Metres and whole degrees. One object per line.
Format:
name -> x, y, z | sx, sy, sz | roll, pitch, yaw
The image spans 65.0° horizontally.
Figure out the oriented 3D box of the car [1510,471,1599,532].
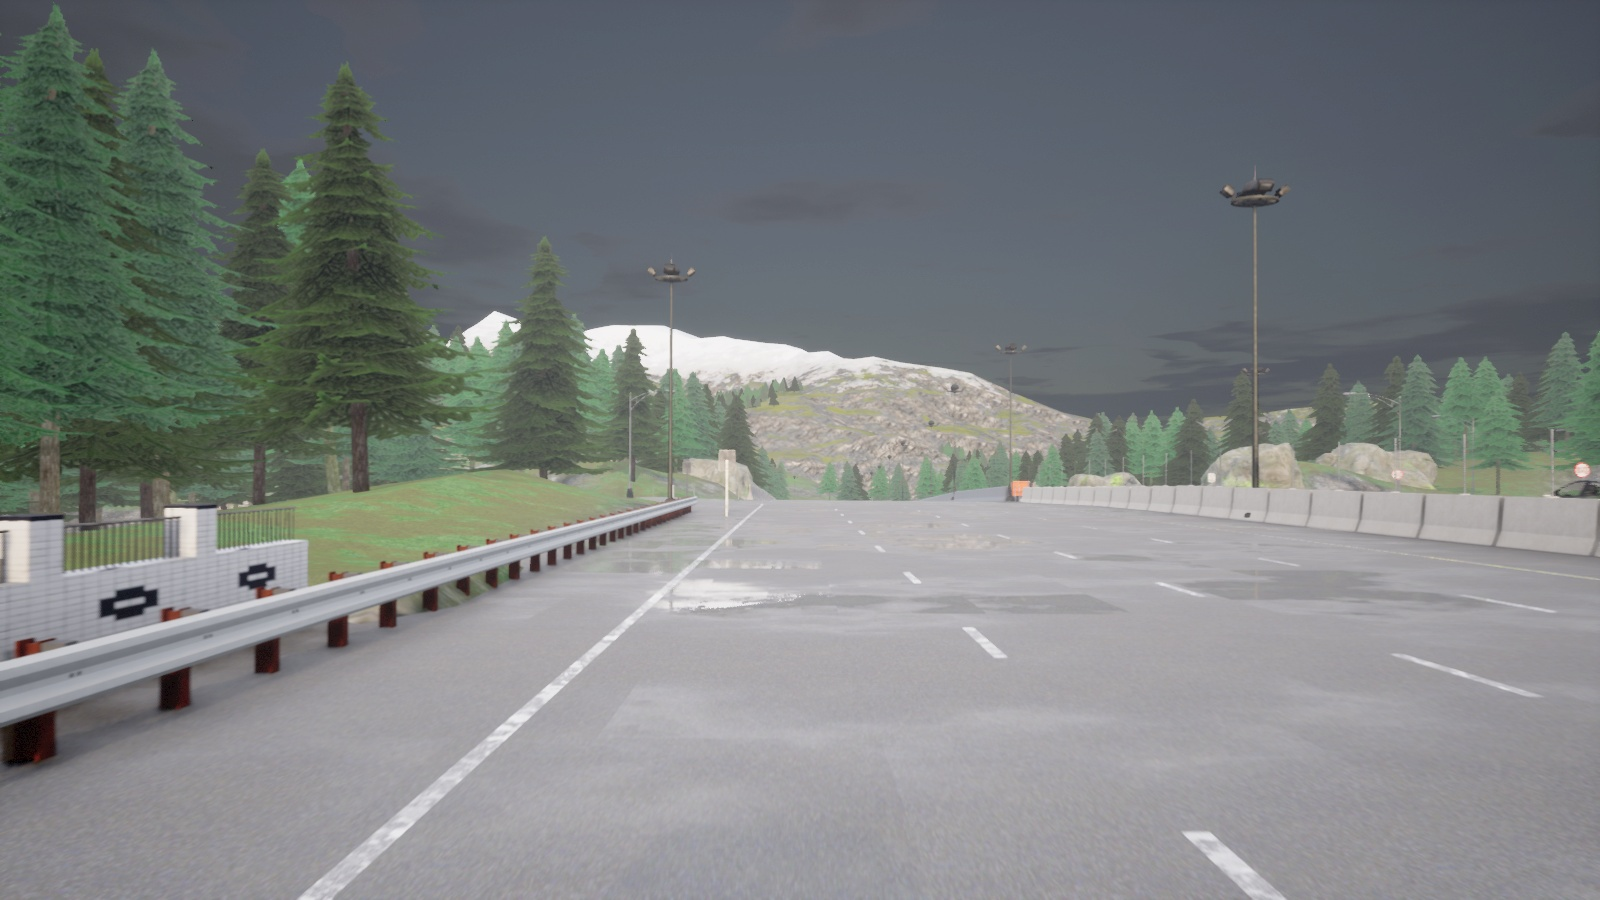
car -> 20.920, 1.306, 32.940 | 2.007, 1.525, 4.514 | 0, -1, 0
